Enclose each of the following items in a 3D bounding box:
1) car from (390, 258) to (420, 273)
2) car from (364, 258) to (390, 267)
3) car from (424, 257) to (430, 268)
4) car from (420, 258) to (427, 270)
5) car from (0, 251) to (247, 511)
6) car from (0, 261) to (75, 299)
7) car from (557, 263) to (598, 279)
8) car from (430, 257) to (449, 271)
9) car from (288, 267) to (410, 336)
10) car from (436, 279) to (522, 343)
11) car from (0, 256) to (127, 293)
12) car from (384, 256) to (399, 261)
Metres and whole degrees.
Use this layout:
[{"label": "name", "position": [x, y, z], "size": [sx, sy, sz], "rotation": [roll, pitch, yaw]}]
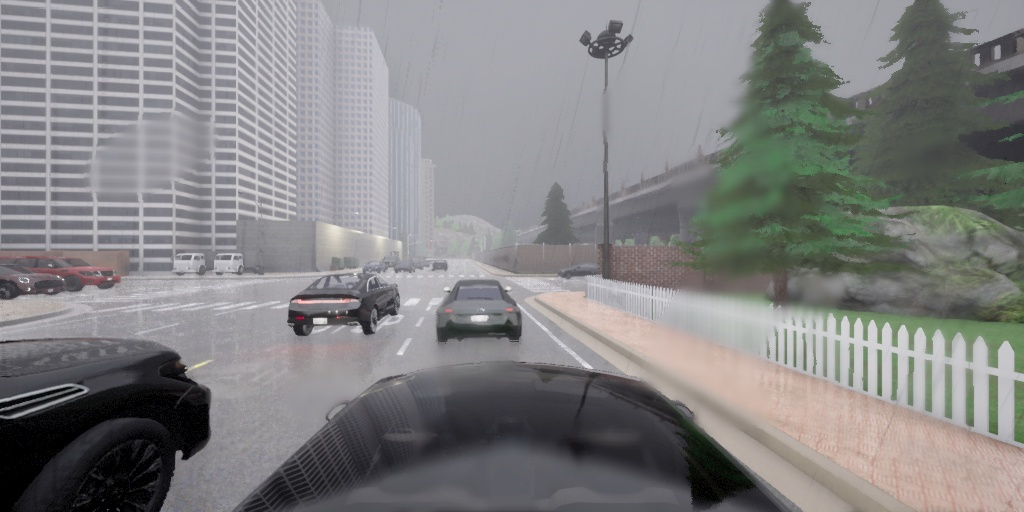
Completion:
[{"label": "car", "position": [-12.662, 1.297, 42.787], "size": [2.033, 1.411, 5.357], "rotation": [0, 0, -8]}, {"label": "car", "position": [-16.101, 1.276, 42.103], "size": [1.812, 1.442, 4.674], "rotation": [0, 0, -8]}, {"label": "car", "position": [-15.261, 1.314, 61.520], "size": [1.994, 1.385, 4.181], "rotation": [0, 0, -8]}, {"label": "car", "position": [-13.943, 1.314, 51.936], "size": [1.994, 1.385, 4.181], "rotation": [0, 0, -8]}, {"label": "car", "position": [-3.626, 0.971, 0.585], "size": [2.150, 2.045, 5.566], "rotation": [0, 0, 1]}, {"label": "car", "position": [-25.417, 1.157, 17.762], "size": [4.553, 1.767, 2.097], "rotation": [0, 0, -8]}, {"label": "car", "position": [6.465, 1.331, 33.039], "size": [4.674, 1.442, 1.812], "rotation": [0, 0, -7]}, {"label": "car", "position": [-9.928, 1.227, 49.963], "size": [1.882, 1.535, 5.008], "rotation": [0, 0, -8]}, {"label": "car", "position": [-4.557, 1.242, 10.423], "size": [2.128, 1.511, 4.902], "rotation": [0, 0, -6]}, {"label": "car", "position": [-0.912, 1.314, 9.724], "size": [1.994, 1.385, 4.181], "rotation": [0, 0, -6]}, {"label": "car", "position": [-26.842, 1.027, 21.119], "size": [5.566, 2.045, 2.150], "rotation": [0, 0, -8]}, {"label": "car", "position": [-17.447, 0.971, 51.711], "size": [2.150, 2.045, 5.566], "rotation": [0, 0, -8]}]
